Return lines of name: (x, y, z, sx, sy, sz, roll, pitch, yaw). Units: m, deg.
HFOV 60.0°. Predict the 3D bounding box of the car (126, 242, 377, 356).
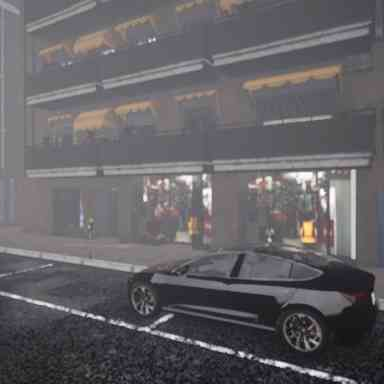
car: (0.835, 1.564, 5.877, 4.313, 1.339, 1.947, 0, 0, 30)
